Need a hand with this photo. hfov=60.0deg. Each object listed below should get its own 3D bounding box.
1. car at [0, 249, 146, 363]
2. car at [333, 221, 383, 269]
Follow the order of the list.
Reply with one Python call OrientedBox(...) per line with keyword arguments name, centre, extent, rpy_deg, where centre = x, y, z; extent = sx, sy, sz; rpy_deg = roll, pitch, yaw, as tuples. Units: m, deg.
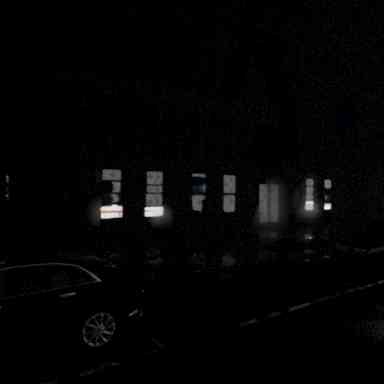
OrientedBox(name="car", centre=(-2.782, 1.553, 4.576), extent=(4.403, 1.369, 2.008), rpy_deg=(0, 0, -35))
OrientedBox(name="car", centre=(6.491, 1.659, 11.180), extent=(4.206, 1.307, 1.802), rpy_deg=(0, 0, -35))
